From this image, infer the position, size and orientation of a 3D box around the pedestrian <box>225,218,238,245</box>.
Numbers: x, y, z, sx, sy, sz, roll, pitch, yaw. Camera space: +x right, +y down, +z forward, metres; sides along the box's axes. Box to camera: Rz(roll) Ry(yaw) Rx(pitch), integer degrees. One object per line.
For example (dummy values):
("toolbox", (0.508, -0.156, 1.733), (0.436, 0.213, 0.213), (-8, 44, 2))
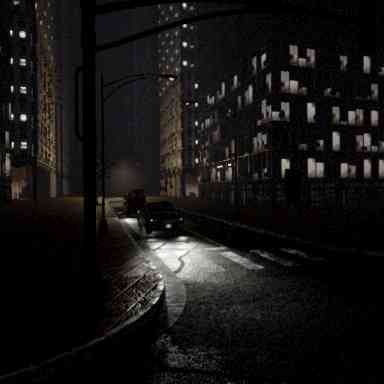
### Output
("pedestrian", (1.601, 1.531, 13.196), (0.500, 1.100, 0.500), (0, 0, -16))

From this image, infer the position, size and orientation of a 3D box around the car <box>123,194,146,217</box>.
("car", (-4.623, 1.168, 27.509), (1.837, 1.490, 4.892), (-1, 1, -16))

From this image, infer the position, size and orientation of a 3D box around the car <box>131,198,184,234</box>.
("car", (-1.782, 1.292, 17.857), (2.128, 1.511, 4.902), (-1, 1, -16))

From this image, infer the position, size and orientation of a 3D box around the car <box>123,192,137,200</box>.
("car", (-11.354, 0.737, 60.773), (1.994, 1.385, 4.181), (-1, 1, -16))

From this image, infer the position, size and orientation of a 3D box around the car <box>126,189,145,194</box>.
("car", (-8.317, 0.542, 50.499), (2.150, 2.045, 5.566), (-1, 1, -16))
